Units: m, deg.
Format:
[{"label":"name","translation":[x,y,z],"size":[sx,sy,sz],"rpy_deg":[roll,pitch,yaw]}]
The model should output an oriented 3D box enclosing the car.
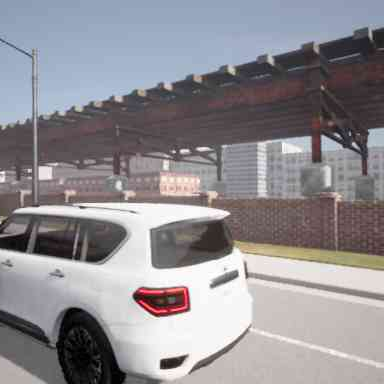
[{"label":"car","translation":[-1.803,1.177,5.279],"size":[5.566,2.045,2.150],"rpy_deg":[1,0,36]}]
